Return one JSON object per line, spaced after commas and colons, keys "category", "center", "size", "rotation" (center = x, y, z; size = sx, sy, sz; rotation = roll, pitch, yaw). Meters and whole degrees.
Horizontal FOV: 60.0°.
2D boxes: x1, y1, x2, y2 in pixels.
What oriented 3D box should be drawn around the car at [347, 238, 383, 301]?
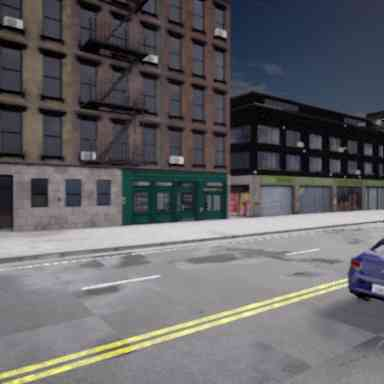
{"category": "car", "center": [5.160, 1.536, 7.120], "size": [4.674, 1.442, 1.812], "rotation": [0, 0, -36]}
